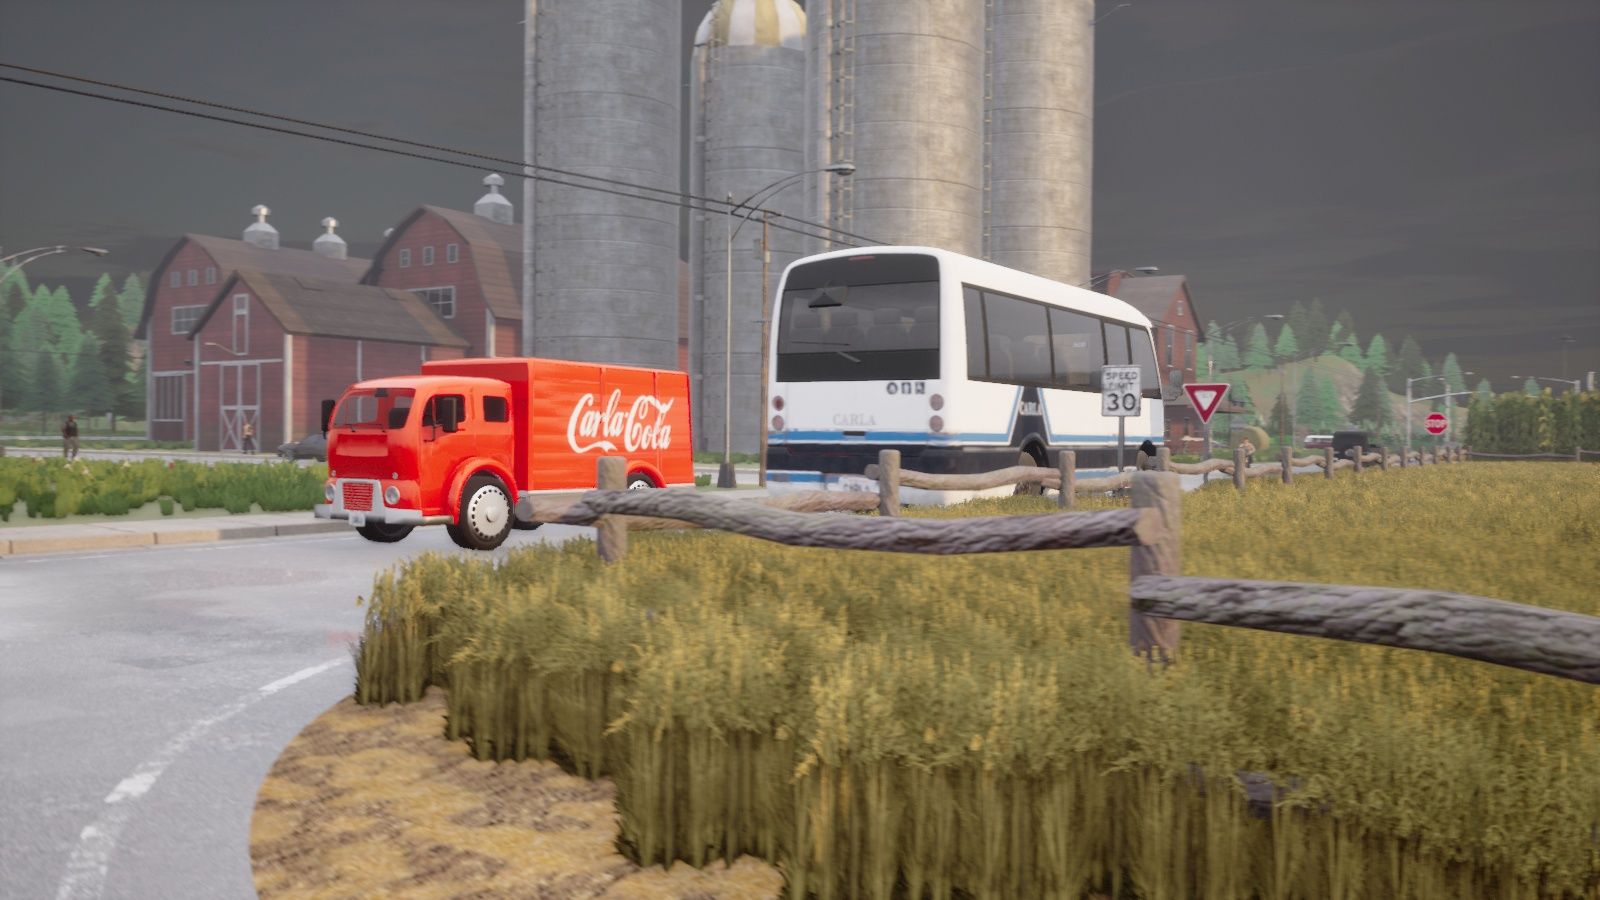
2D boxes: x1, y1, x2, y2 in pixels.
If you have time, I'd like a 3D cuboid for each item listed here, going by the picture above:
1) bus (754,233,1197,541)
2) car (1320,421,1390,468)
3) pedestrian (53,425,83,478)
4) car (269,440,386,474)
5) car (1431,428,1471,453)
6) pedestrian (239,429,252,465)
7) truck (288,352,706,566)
[{"bbox_3d":[3.752,-0.939,22.751,3.944,4.253,10.273,0,1,33],"label":"bus"},{"bbox_3d":[23.121,-0.260,52.214,1.905,1.878,3.866,0,1,36],"label":"car"},{"bbox_3d":[-26.272,0.064,45.087,0.849,1.883,0.563,0,1,32],"label":"pedestrian"},{"bbox_3d":[-21.057,0.290,55.885,5.357,1.411,2.033,0,1,32],"label":"car"},{"bbox_3d":[42.479,-0.614,81.865,1.801,1.575,5.366,0,1,33],"label":"car"},{"bbox_3d":[-28.741,-0.150,65.063,0.594,1.836,0.345,0,1,34],"label":"pedestrian"},{"bbox_3d":[-3.941,0.074,17.356,2.627,2.467,5.204,0,1,33],"label":"truck"}]
